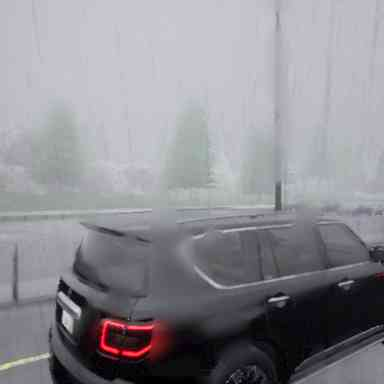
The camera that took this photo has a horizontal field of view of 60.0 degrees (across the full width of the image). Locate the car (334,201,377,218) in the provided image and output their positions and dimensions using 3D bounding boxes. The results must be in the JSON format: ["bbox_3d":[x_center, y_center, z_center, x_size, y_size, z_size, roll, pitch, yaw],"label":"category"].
[{"bbox_3d":[16.204,1.671,32.845,4.674,1.442,1.812,0,0,-36],"label":"car"}]

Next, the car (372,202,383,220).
[{"bbox_3d":[18.448,1.647,30.149,4.892,1.490,1.837,0,0,-36],"label":"car"}]

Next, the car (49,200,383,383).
[{"bbox_3d":[1.061,1.242,4.560,5.566,2.045,2.150,0,0,-36],"label":"car"}]

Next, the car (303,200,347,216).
[{"bbox_3d":[14.373,1.643,35.838,4.902,1.511,2.128,0,0,-36],"label":"car"}]
